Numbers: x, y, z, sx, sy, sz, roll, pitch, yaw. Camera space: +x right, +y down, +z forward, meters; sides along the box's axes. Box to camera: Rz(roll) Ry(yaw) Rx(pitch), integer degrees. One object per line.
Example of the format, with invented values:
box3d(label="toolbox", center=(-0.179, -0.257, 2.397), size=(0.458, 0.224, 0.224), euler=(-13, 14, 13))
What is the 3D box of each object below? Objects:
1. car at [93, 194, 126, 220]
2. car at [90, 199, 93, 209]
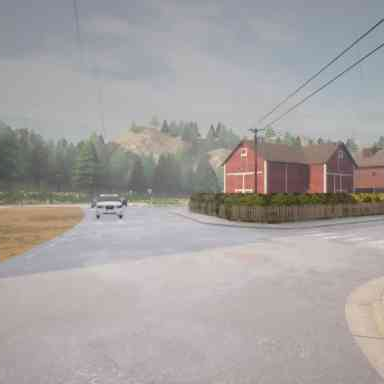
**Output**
box3d(label="car", center=(-7.221, 1.222, 28.961), size=(2.150, 2.045, 5.566), euler=(0, 0, -15))
box3d(label="car", center=(-13.055, 1.495, 46.294), size=(1.837, 1.490, 4.892), euler=(0, 0, -20))
